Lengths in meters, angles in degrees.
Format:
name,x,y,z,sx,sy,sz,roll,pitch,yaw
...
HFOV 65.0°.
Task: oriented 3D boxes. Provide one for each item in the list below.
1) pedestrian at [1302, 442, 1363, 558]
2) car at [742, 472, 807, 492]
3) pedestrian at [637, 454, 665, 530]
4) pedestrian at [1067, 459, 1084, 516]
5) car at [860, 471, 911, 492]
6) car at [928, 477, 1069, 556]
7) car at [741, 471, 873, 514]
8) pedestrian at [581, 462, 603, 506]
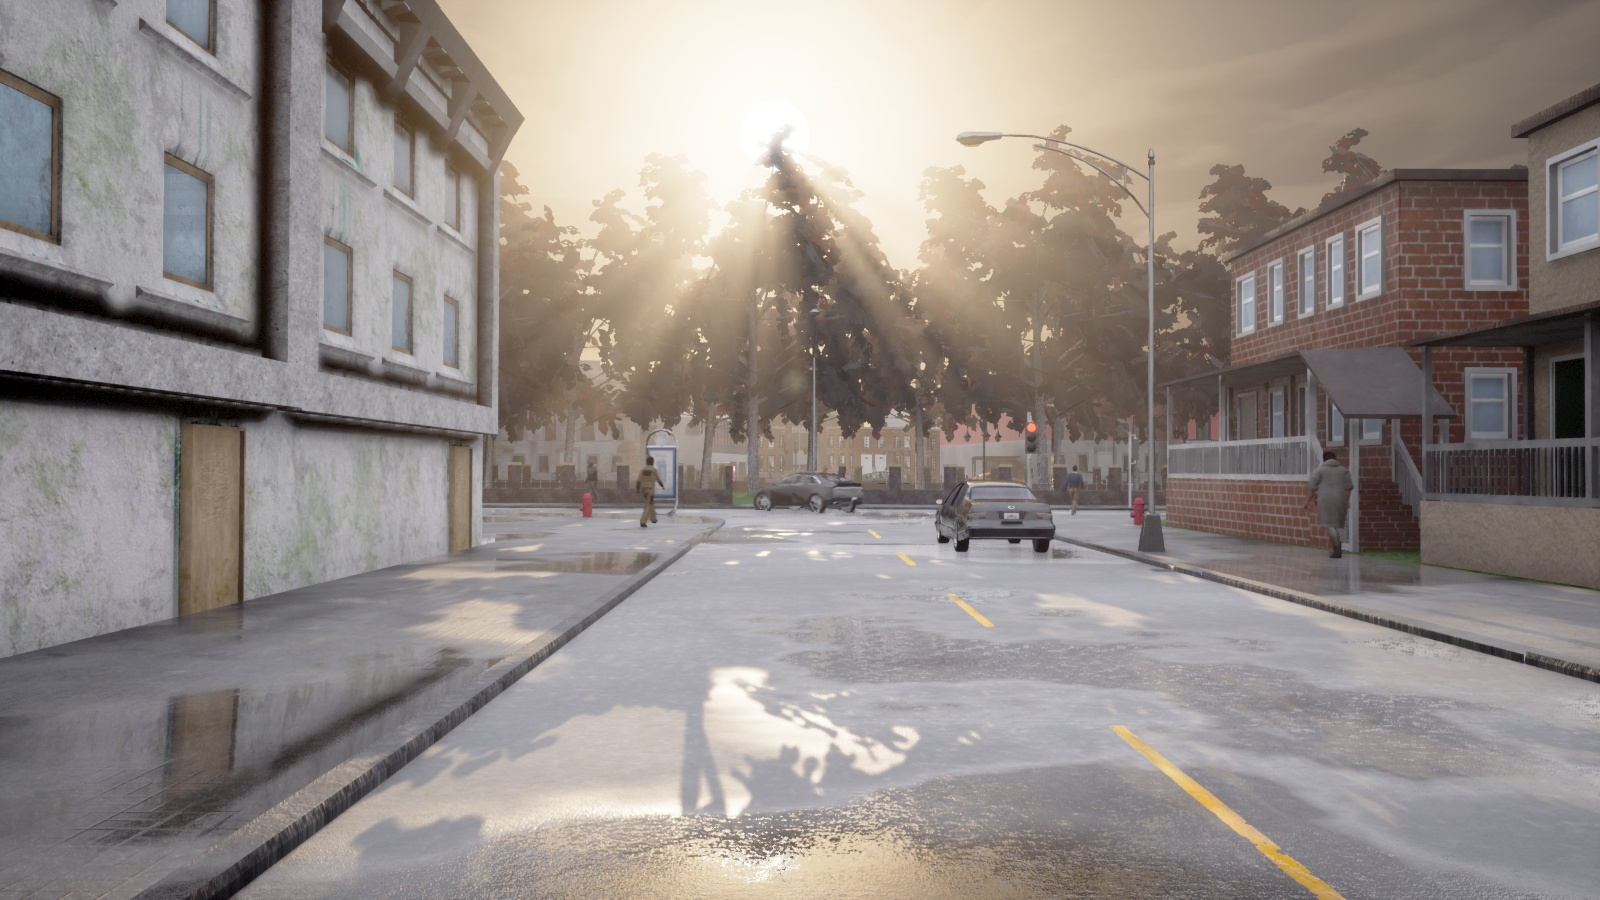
name,x,y,z,sx,sy,sz,roll,pitch,yaw
pedestrian,9.195,0.851,21.718,0.659,1.952,0.873,0,-1,-1
car,-1.911,2.405,94.519,4.792,1.488,2.163,0,-1,0
pedestrian,-3.821,1.079,32.212,0.396,1.930,0.692,-1,-1,27
pedestrian,9.649,1.306,44.022,0.423,1.949,0.788,-1,-1,23
car,6.412,2.351,94.551,3.705,1.549,1.789,0,-1,0
car,3.925,1.279,25.795,2.033,1.411,5.357,0,-1,0
car,0.222,1.563,47.374,2.128,1.511,4.902,1,-2,-44
pedestrian,-9.037,1.475,54.572,0.849,1.883,0.563,0,-1,0
